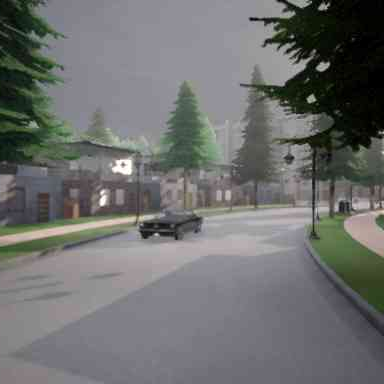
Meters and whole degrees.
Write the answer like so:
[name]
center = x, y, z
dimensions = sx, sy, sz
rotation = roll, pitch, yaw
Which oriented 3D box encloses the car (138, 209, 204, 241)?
[car]
center = -0.901, 1.537, 16.503
dimensions = 1.895, 1.301, 4.718
rotation = 0, 0, 17
